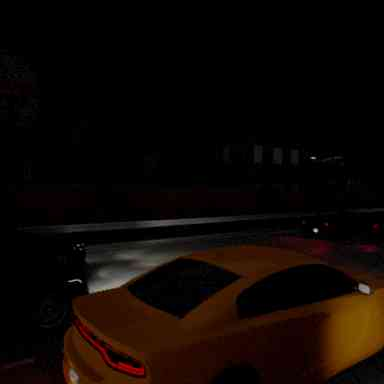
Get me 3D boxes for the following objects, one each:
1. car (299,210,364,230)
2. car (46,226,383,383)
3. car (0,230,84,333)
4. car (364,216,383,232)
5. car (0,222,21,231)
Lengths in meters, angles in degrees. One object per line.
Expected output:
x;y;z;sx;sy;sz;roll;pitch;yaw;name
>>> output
7.931;1.601;17.708;4.718;1.301;1.895;0;0;-35;car
0.989;1.477;4.369;5.008;1.535;1.882;0;0;-35;car
-4.033;1.526;5.149;4.674;1.442;1.812;0;0;-35;car
9.809;1.565;14.751;4.181;1.385;1.994;0;0;-35;car
-5.319;1.478;8.512;5.008;1.535;1.882;0;0;-35;car
